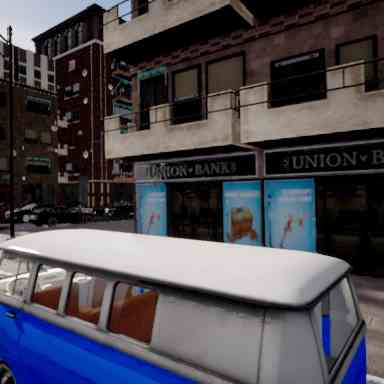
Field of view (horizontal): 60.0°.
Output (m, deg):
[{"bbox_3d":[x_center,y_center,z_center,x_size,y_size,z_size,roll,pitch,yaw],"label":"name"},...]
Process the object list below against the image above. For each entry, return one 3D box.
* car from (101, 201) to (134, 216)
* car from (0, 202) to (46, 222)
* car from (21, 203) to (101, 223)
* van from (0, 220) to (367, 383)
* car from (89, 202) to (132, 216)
[{"bbox_3d":[-6.918,1.673,34.563,2.128,1.511,4.902,-1,-1,36],"label":"car"},{"bbox_3d":[-12.462,1.633,26.961,1.837,1.490,4.892,-1,-1,36],"label":"car"},{"bbox_3d":[-8.667,1.582,22.338,1.947,1.339,4.313,-2,-1,36],"label":"car"},{"bbox_3d":[-0.491,1.342,3.200,3.998,1.788,1.690,0,-1,35],"label":"van"},{"bbox_3d":[-8.798,1.796,36.389,1.947,1.339,4.313,-2,-1,36],"label":"car"}]
